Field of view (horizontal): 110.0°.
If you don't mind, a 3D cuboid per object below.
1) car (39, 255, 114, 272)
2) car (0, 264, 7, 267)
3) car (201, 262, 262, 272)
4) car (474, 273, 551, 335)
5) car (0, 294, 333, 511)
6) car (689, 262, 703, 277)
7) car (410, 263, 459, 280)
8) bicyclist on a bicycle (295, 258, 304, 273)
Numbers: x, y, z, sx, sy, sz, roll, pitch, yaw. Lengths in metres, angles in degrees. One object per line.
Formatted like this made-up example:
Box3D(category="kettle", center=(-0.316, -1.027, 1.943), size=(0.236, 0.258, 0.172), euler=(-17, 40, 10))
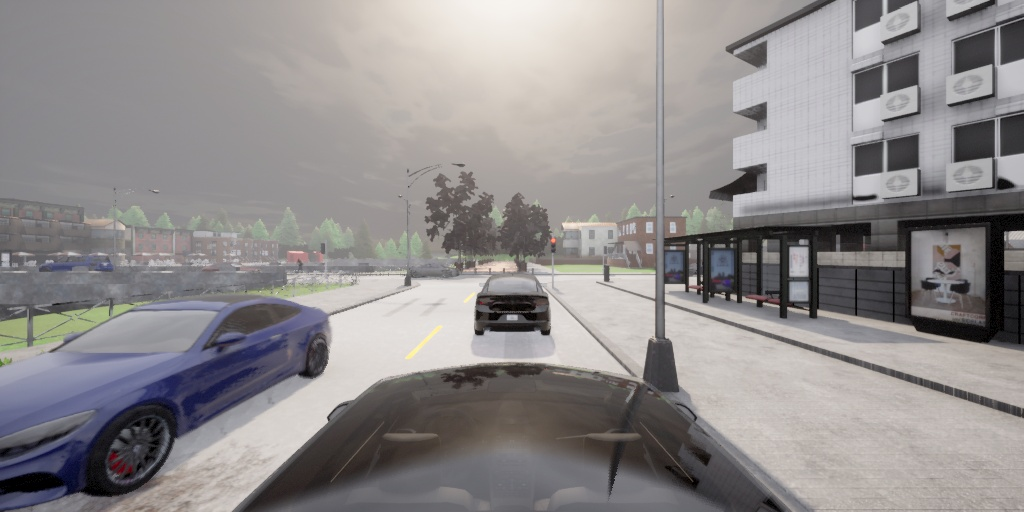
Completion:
Box3D(category="car", center=(-42.686, 0.971, 35.231), size=(5.566, 2.045, 2.150), euler=(0, 0, 0))
Box3D(category="car", center=(-45.808, 1.275, 31.166), size=(4.674, 1.442, 1.812), euler=(0, 0, 0))
Box3D(category="car", center=(-24.318, 1.276, 31.174), size=(4.674, 1.442, 1.812), euler=(1, 0, 0))
Box3D(category="car", center=(0.025, 1.228, 10.502), size=(1.882, 1.535, 5.008), euler=(0, 0, 0))
Box3D(category="car", center=(-4.091, 1.276, 4.628), size=(1.812, 1.442, 4.674), euler=(0, 0, 0))
Box3D(category="car", center=(18.419, 1.314, 35.414), size=(4.181, 1.385, 1.994), euler=(0, 0, 0))
Box3D(category="car", center=(-6.699, 1.314, 31.180), size=(4.181, 1.385, 1.994), euler=(0, 0, 0))
Box3D(category="bicyclist on a bicycle", center=(-23.462, 1.099, 39.554), size=(0.582, 1.620, 1.656), euler=(0, 0, 0))
